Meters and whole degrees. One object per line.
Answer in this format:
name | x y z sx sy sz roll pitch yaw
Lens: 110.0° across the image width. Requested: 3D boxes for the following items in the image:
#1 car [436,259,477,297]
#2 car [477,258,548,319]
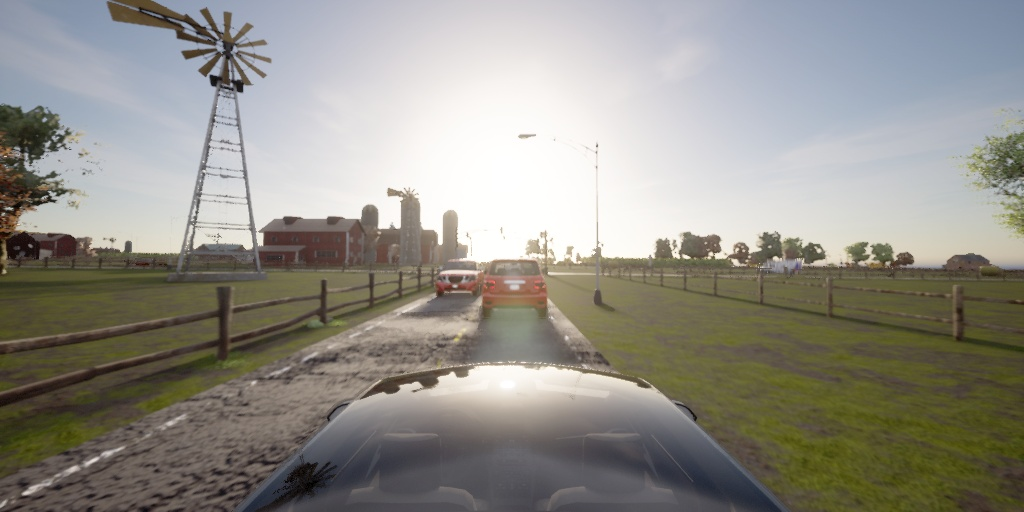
car | -2.857 1.183 20.763 2.150 2.045 5.566 0 -1 0
car | 0.090 1.100 13.654 2.150 2.045 5.566 0 -1 0
